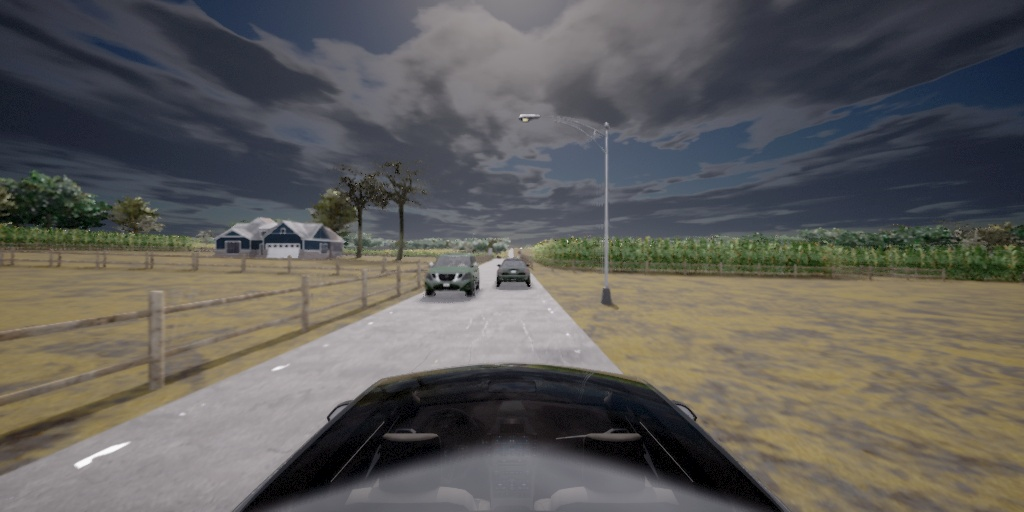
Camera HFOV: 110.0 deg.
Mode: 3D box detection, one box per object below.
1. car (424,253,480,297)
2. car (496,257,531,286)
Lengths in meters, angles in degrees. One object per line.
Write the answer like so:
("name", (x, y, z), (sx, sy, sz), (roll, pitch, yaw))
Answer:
("car", (-2.858, 0.874, 18.368), (2.150, 2.045, 5.566), (0, 1, 0))
("car", (0.089, 0.939, 23.612), (2.097, 1.767, 4.553), (0, 1, 0))
